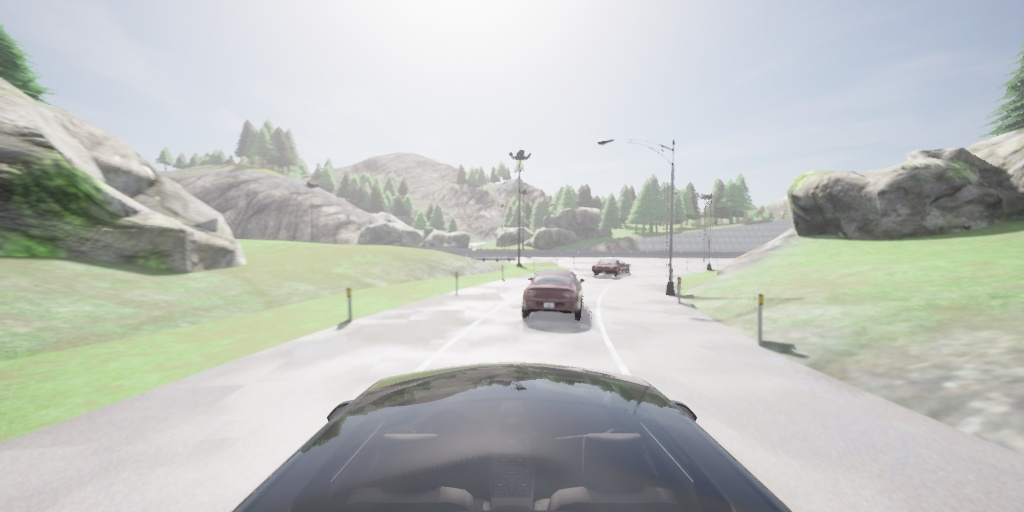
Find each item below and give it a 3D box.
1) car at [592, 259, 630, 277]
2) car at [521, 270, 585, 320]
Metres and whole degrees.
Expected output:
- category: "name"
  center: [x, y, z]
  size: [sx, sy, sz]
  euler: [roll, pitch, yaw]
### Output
- category: "car"
  center: [7.984, 0.878, 28.534]
  size: [1.895, 1.301, 4.718]
  euler: [2, 2, 32]
- category: "car"
  center: [1.489, 1.185, 12.309]
  size: [1.812, 1.442, 4.674]
  euler: [1, 1, 11]
